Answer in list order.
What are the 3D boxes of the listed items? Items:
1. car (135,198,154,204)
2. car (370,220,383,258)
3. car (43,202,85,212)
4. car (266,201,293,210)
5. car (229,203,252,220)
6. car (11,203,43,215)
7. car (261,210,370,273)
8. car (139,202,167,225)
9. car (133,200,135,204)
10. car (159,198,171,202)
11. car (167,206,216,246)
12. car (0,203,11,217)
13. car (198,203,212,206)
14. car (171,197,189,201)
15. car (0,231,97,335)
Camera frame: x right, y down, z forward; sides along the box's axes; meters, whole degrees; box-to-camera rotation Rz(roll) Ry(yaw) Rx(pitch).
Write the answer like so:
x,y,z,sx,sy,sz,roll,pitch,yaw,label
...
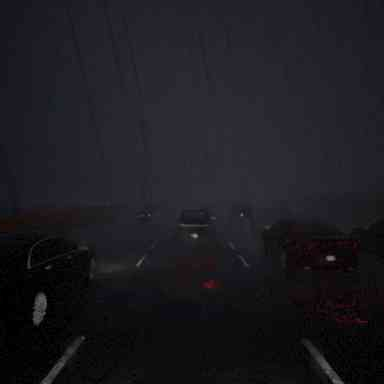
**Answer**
x,y,z,sx,sy,sz,roll,pitch,yaw,label
-10.021,2.156,73.764,1.837,1.490,4.892,0,-1,21,car
7.113,1.583,11.094,1.882,1.535,5.008,0,0,0,car
-12.824,1.787,34.321,1.882,1.535,5.008,0,-1,8,car
8.158,1.643,31.317,2.097,1.767,4.553,0,-1,6,car
4.668,1.797,31.682,1.837,1.490,4.892,0,-1,7,car
-16.266,1.864,35.274,2.033,1.411,5.357,0,-1,8,car
3.613,1.582,11.106,1.882,1.535,5.008,0,0,0,car
-2.882,1.791,26.732,2.033,1.411,5.357,0,-1,5,car
-12.103,2.203,77.999,1.837,1.490,4.892,0,-1,21,car
-5.695,2.139,75.155,1.882,1.535,5.008,0,-1,21,car
0.164,1.641,16.254,2.128,1.511,4.902,0,-1,1,car
-19.816,1.861,35.057,2.033,1.411,5.357,0,-1,7,car
1.253,1.825,32.624,1.812,1.442,4.674,0,-1,7,car
-2.331,2.012,74.151,2.097,1.767,4.553,0,-1,21,car
-3.414,1.569,6.884,1.837,1.490,4.892,0,0,0,car
